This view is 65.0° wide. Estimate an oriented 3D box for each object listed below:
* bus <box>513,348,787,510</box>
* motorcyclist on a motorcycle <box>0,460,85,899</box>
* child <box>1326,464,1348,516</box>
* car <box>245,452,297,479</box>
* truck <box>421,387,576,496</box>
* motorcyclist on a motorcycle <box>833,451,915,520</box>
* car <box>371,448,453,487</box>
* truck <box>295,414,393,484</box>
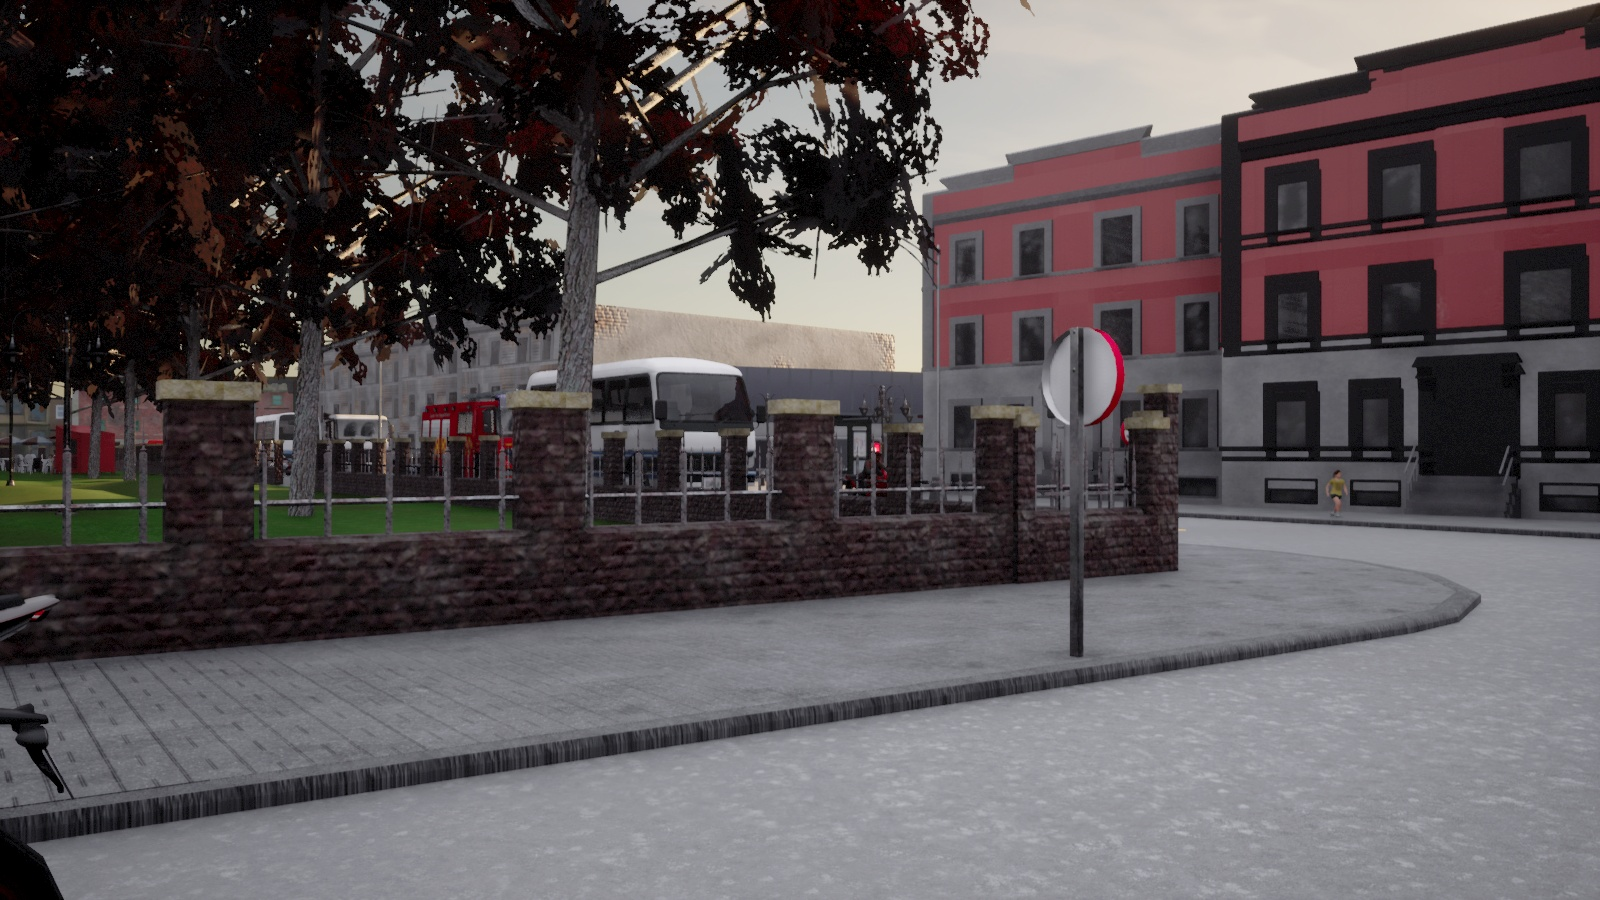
[{"bbox_3d":[-4.916,-0.537,38.320,3.944,4.253,10.273,0,0,-34],"label":"bus"},{"bbox_3d":[-2.687,0.792,2.423,2.191,1.530,0.866,0,0,-36],"label":"motorcyclist on a motorcycle"},{"bbox_3d":[11.568,0.853,27.033,0.255,1.110,0.394,0,0,-11],"label":"child"},{"bbox_3d":[-33.411,0.930,79.190,2.033,1.649,4.856,0,0,-35],"label":"car"},{"bbox_3d":[-11.704,-0.287,48.073,2.891,3.827,8.468,0,0,-35],"label":"truck"},{"bbox_3d":[1.688,0.784,28.856,0.797,1.523,2.044,0,0,-35],"label":"motorcyclist on a motorcycle"},{"bbox_3d":[-17.434,0.754,56.298,2.242,1.667,4.611,0,0,-35],"label":"car"},{"bbox_3d":[-23.915,-0.036,65.593,2.891,3.462,7.936,0,0,-35],"label":"truck"}]
